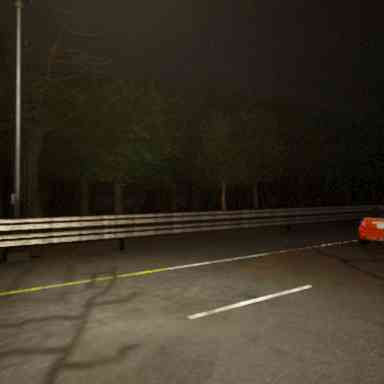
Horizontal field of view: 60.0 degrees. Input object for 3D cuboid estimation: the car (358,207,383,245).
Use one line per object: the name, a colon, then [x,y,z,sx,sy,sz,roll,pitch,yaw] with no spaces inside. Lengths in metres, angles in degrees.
car: [9.418,1.426,14.747,4.553,1.767,2.097,0,0,-35]
